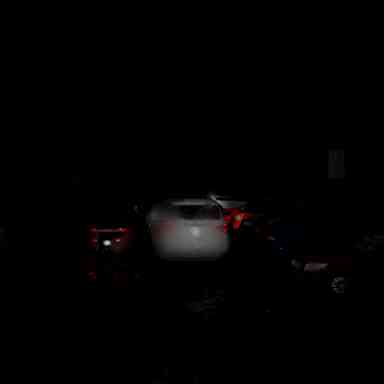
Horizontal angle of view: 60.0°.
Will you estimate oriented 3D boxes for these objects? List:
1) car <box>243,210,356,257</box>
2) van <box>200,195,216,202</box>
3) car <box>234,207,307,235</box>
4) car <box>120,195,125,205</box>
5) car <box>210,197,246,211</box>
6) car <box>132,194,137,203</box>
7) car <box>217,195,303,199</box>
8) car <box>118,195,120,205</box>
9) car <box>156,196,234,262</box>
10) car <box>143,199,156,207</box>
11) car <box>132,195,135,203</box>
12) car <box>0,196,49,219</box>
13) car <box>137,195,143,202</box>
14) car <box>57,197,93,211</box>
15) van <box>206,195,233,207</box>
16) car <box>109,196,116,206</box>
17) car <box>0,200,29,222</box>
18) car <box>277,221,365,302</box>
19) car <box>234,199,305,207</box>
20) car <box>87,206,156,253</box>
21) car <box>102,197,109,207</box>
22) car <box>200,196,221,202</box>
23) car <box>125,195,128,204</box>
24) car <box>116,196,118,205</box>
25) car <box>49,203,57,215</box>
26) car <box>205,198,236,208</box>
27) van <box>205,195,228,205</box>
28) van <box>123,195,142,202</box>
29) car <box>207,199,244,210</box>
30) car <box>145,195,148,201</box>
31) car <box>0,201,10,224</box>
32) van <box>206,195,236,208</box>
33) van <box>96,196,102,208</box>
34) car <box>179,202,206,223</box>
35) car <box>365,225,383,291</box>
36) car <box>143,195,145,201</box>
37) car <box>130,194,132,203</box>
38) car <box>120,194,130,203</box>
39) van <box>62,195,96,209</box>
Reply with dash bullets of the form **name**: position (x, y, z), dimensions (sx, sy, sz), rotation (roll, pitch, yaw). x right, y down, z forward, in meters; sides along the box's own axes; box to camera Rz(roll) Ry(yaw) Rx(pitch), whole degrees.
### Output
- **car**: position (4.633, 1.597, 13.274), dimensions (4.674, 1.452, 2.002), rotation (0, 0, 0)
- **van**: position (4.491, 1.748, 93.120), dimensions (4.442, 1.987, 1.878), rotation (0, 0, 0)
- **car**: position (4.632, 1.617, 16.162), dimensions (4.674, 1.452, 2.002), rotation (0, 0, 0)
- **car**: position (-15.591, 1.758, 61.484), dimensions (5.008, 1.535, 2.097), rotation (0, 0, 0)
- **car**: position (4.656, 1.598, 43.487), dimensions (4.553, 1.767, 2.185), rotation (0, 0, 0)
- **car**: position (-15.583, 1.829, 75.377), dimensions (4.892, 1.521, 2.231), rotation (0, 0, 0)
- **car**: position (4.605, 1.360, 21.549), dimensions (5.566, 2.045, 2.435), rotation (0, 0, 0)
- **car**: position (-15.628, 1.621, 58.703), dimensions (4.553, 1.767, 2.185), rotation (0, 0, 0)
- **car**: position (0.063, 1.290, 12.520), dimensions (2.150, 2.045, 5.566), rotation (0, -1, -1)
- **car**: position (-2.941, 1.683, 29.076), dimensions (1.837, 1.490, 4.892), rotation (0, 0, 0)
- **car**: position (-15.588, 1.852, 72.598), dimensions (4.674, 1.452, 2.002), rotation (0, 0, 0)
- **car**: position (-15.582, 1.366, 28.129), dimensions (5.566, 2.045, 2.435), rotation (0, 0, 0)
- **car**: position (-15.559, 1.612, 80.936), dimensions (5.566, 2.045, 2.435), rotation (0, 0, 0)
- **car**: position (-15.598, 1.682, 42.026), dimensions (4.892, 1.521, 2.231), rotation (0, 0, 0)
- **van**: position (4.738, 1.546, 57.401), dimensions (4.442, 1.987, 1.878), rotation (0, 0, 0)
- **car**: position (-15.414, 1.722, 53.144), dimensions (5.366, 1.575, 1.946), rotation (0, 0, 0)
- **car**: position (-15.606, 1.605, 25.349), dimensions (4.892, 1.521, 2.231), rotation (0, 0, 0)
- **car**: position (4.640, 1.562, 7.759), dimensions (4.674, 1.452, 2.002), rotation (0, 0, 0)
- **car**: position (4.603, 1.468, 18.790), dimensions (4.553, 1.767, 2.185), rotation (0, 0, 0)
- **car**: position (-2.936, 1.573, 14.007), dimensions (2.128, 1.511, 4.902), rotation (0, 0, 0)
- **car**: position (-15.603, 1.755, 50.364), dimensions (4.674, 1.452, 2.002), rotation (0, 0, 0)
- **car**: position (4.796, 1.929, 87.727), dimensions (5.366, 1.575, 1.946), rotation (0, 0, 0)
- **car**: position (-15.600, 1.771, 64.260), dimensions (4.892, 1.521, 2.231), rotation (0, 0, 0)
- **car**: position (-15.593, 1.736, 55.923), dimensions (5.008, 1.535, 2.097), rotation (0, 0, 0)
- **car**: position (-15.580, 1.660, 30.908), dimensions (4.792, 1.488, 2.163), rotation (0, 0, 0)
- **car**: position (4.627, 1.762, 54.642), dimensions (5.008, 1.535, 2.097), rotation (0, 0, 0)
- **van**: position (4.735, 1.577, 65.674), dimensions (4.442, 1.987, 1.878), rotation (0, 0, 0)
- **van**: position (-15.468, 1.679, 86.494), dimensions (4.442, 1.987, 1.878), rotation (0, 0, 0)
- **car**: position (4.619, 1.734, 46.243), dimensions (5.008, 1.535, 2.097), rotation (0, 0, 0)
- **car**: position (-15.555, 1.675, 89.271), dimensions (5.566, 2.045, 2.435), rotation (0, 0, 0)
- **car**: position (-15.618, 1.590, 22.569), dimensions (5.008, 1.535, 2.097), rotation (0, 0, 0)
- **van**: position (4.506, 1.528, 51.885), dimensions (4.442, 1.987, 1.878), rotation (0, 0, 0)
- **van**: position (-15.718, 1.478, 47.586), dimensions (4.442, 1.987, 1.878), rotation (0, 0, 0)
- **car**: position (0.057, 1.664, 28.665), dimensions (2.128, 1.511, 4.902), rotation (0, 0, 0)
- **car**: position (4.611, 1.240, 2.247), dimensions (5.566, 2.045, 2.435), rotation (0, 0, 0)
- **car**: position (-15.400, 1.881, 83.713), dimensions (5.366, 1.575, 1.946), rotation (0, 0, 0)
- **car**: position (-15.561, 1.671, 69.819), dimensions (4.553, 1.767, 2.185), rotation (0, 0, 0)
- **car**: position (-15.562, 1.656, 67.039), dimensions (4.553, 1.767, 2.185), rotation (0, 0, 0)
- **van**: position (-15.720, 1.466, 44.807), dimensions (4.442, 1.987, 1.878), rotation (0, 0, 0)
